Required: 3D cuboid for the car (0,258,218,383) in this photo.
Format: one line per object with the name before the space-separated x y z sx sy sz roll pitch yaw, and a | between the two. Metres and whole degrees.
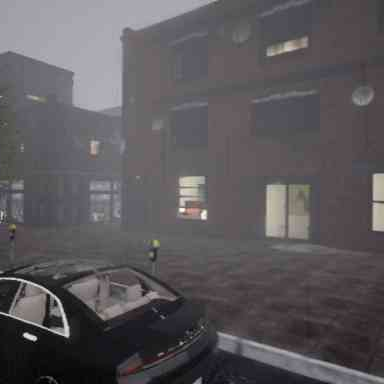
car | -1.774 1.554 4.278 4.403 1.369 2.008 0 1 35
